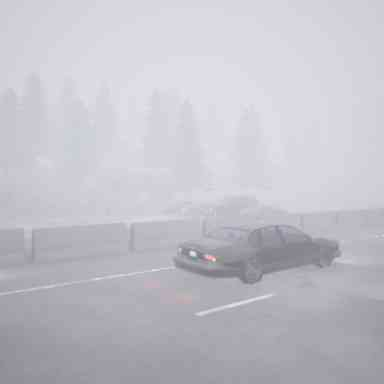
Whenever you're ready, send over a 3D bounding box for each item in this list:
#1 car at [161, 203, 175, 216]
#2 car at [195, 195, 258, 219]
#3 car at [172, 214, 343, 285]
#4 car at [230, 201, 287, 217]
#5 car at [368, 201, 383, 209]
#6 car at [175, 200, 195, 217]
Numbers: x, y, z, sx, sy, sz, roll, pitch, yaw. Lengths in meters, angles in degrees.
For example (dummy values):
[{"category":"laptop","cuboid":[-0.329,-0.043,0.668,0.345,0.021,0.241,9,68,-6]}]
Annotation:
[{"category":"car","cuboid":[-0.814,1.557,33.516,4.892,1.490,1.837,1,0,-36]},{"category":"car","cuboid":[3.322,1.273,27.869,5.566,2.045,2.150,0,0,-36]},{"category":"car","cuboid":[2.068,1.551,9.531,5.357,1.411,2.033,0,0,-35]},{"category":"car","cuboid":[5.309,1.615,24.986,4.181,1.385,1.994,0,0,-36]},{"category":"car","cuboid":[31.988,2.228,56.837,4.718,1.301,1.895,1,-1,-35]},{"category":"car","cuboid":[1.260,1.544,30.696,4.902,1.511,2.128,0,0,-36]}]
